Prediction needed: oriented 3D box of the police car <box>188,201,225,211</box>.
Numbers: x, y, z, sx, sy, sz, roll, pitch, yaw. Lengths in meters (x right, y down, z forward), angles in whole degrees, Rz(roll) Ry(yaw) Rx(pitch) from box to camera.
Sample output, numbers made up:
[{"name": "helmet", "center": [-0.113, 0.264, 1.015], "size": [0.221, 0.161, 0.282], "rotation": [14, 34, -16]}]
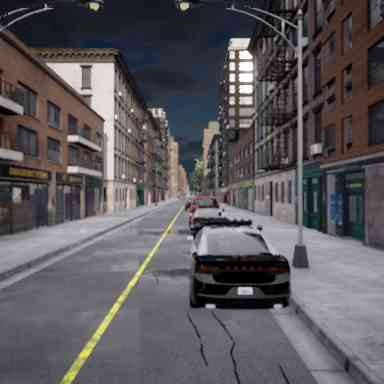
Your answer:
[{"name": "police car", "center": [0.887, 1.535, 18.165], "size": [1.930, 1.638, 5.238], "rotation": [0, 0, 0]}]

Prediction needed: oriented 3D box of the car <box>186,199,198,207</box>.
[{"name": "car", "center": [-0.046, 1.962, 59.609], "size": [1.994, 1.385, 4.181], "rotation": [0, 0, 0]}]

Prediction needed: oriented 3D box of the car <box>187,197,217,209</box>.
[{"name": "car", "center": [0.882, 1.374, 24.086], "size": [2.150, 2.045, 5.566], "rotation": [0, 0, 0]}]

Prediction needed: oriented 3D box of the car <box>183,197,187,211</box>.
[{"name": "car", "center": [-0.022, 1.806, 46.219], "size": [1.837, 1.490, 4.892], "rotation": [0, 0, 0]}]

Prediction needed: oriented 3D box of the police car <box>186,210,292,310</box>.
[{"name": "police car", "center": [0.894, 1.473, 8.165], "size": [1.930, 1.638, 5.238], "rotation": [0, 0, 0]}]
